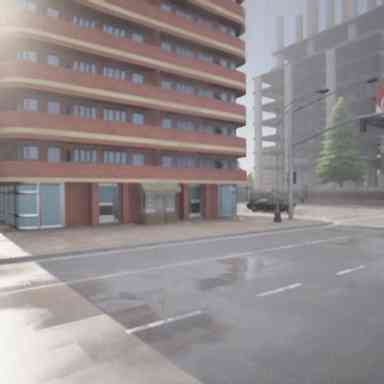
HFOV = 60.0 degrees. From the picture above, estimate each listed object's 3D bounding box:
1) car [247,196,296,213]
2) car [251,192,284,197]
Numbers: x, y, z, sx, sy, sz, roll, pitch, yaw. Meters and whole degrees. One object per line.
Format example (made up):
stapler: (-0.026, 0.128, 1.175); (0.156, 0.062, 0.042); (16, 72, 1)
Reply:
car: (7.684, 1.378, 32.710); (1.895, 1.301, 4.718); (-1, 0, -36)
car: (8.839, 0.969, 37.051); (2.150, 2.045, 5.566); (-1, 0, -36)
